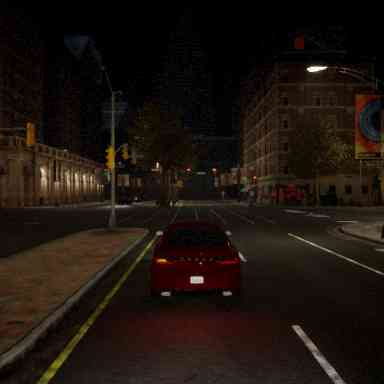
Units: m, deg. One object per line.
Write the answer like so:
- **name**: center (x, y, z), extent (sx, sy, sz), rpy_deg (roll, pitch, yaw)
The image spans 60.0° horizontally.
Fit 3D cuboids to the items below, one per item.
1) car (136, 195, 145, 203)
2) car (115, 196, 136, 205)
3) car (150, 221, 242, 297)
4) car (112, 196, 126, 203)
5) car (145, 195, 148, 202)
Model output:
- **car**: center (-11.730, 1.543, 68.782), extent (2.033, 1.411, 5.357), rpy_deg (0, 0, 0)
- **car**: center (-11.753, 1.604, 58.708), extent (1.895, 1.301, 4.718), rpy_deg (0, 0, 0)
- **car**: center (0.054, 1.478, 8.635), extent (1.882, 1.535, 5.008), rpy_deg (0, 0, -1)
- **car**: center (-14.979, 1.598, 68.837), extent (1.895, 1.301, 4.718), rpy_deg (0, 0, 0)
- **car**: center (-11.765, 1.482, 79.261), extent (1.882, 1.535, 5.008), rpy_deg (0, 0, 0)
